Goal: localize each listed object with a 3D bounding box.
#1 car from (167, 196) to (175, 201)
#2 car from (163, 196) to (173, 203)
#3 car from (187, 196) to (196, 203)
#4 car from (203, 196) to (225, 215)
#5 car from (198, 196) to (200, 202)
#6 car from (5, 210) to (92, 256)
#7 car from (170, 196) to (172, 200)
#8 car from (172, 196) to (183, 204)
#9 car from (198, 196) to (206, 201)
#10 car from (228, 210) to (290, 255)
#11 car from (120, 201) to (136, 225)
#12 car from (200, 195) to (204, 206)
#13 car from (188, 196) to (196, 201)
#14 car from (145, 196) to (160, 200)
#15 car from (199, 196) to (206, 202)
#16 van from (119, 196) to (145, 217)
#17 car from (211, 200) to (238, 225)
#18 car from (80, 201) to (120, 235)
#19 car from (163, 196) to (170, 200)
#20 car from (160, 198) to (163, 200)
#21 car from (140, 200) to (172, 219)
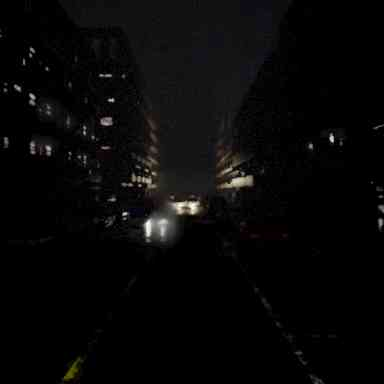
[{"bbox_3d":[-5.727,1.821,91.734,2.008,1.369,4.403,-1,0,0],"label":"car"},{"bbox_3d":[-5.723,1.787,80.531,2.008,1.369,4.403,-1,0,0],"label":"car"},{"bbox_3d":[-0.021,1.658,74.891,1.994,1.385,4.181,0,0,0],"label":"car"},{"bbox_3d":[2.667,1.419,35.689,2.192,1.841,5.009,-1,0,0],"label":"car"},{"bbox_3d":[2.334,1.626,57.917,1.801,1.575,5.366,0,0,0],"label":"car"},{"bbox_3d":[-5.670,1.621,13.306,1.802,1.307,4.206,-1,0,0],"label":"car"},{"bbox_3d":[-5.720,1.785,69.326,1.802,1.307,4.206,-1,0,0],"label":"car"},{"bbox_3d":[-3.020,1.690,70.850,1.837,1.490,4.892,0,0,0],"label":"car"},{"bbox_3d":[2.653,1.836,91.708,1.947,1.339,4.313,-1,0,0],"label":"car"},{"bbox_3d":[2.678,1.621,13.280,1.802,1.307,4.206,-1,0,0],"label":"car"},{"bbox_3d":[-5.673,1.622,24.510,2.008,1.369,4.403,-1,0,0],"label":"car"},{"bbox_3d":[2.663,1.451,46.893,2.192,1.841,5.009,-1,0,0],"label":"car"},{"bbox_3d":[-0.026,1.673,89.352,1.895,1.301,4.718,0,0,0],"label":"car"},{"bbox_3d":[-5.705,1.435,41.317,2.192,1.841,5.009,-1,0,0],"label":"car"},{"bbox_3d":[2.654,1.779,86.276,1.752,1.417,4.829,-1,0,0],"label":"car"},{"bbox_3d":[-5.678,1.428,30.113,1.690,1.788,3.998,-1,0,0],"label":"van"},{"bbox_3d":[2.673,1.597,24.654,1.752,1.417,4.829,-1,0,0],"label":"car"},{"bbox_3d":[-5.673,1.495,18.908,1.967,1.590,4.097,-1,0,0],"label":"car"},{"bbox_3d":[-5.718,1.768,63.724,1.802,1.307,4.206,-1,0,0],"label":"car"},{"bbox_3d":[-5.721,1.687,46.918,2.008,1.369,4.403,-1,0,0],"label":"car"},{"bbox_3d":[-3.106,1.650,29.886,1.994,1.385,4.181,0,0,0],"label":"car"}]
